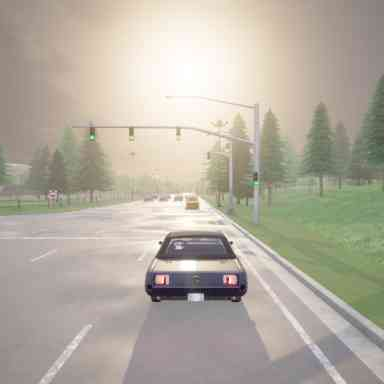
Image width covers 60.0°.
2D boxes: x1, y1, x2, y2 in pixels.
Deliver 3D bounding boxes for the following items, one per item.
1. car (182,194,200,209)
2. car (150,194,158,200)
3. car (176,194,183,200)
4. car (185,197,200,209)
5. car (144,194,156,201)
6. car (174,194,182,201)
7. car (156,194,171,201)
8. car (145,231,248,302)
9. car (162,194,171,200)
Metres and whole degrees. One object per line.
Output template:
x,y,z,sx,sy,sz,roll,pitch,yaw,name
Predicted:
-0.026,1.077,46.412,1.882,1.535,5.008,-3,17,-2,car
-10.338,1.332,90.917,1.837,1.490,4.892,0,0,0,car
-3.338,1.357,90.904,1.812,1.442,4.674,0,0,0,car
0.066,1.576,49.859,2.033,1.411,5.357,-1,1,0,car
-10.357,1.531,80.497,2.033,1.411,5.357,0,0,0,car
-3.356,1.545,80.901,1.994,1.385,4.181,0,0,0,car
-6.857,1.531,80.491,2.033,1.411,5.357,0,0,0,car
0.094,1.601,8.191,1.895,1.301,4.718,0,0,0,car
-6.838,1.372,90.911,2.033,1.411,5.357,0,0,0,car
